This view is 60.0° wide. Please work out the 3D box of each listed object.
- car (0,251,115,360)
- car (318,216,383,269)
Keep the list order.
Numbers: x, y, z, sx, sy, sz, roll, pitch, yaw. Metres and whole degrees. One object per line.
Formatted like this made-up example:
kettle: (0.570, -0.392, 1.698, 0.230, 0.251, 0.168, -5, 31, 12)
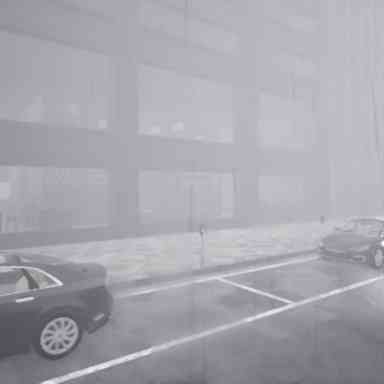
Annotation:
car: (-3.236, 1.552, 4.340, 4.403, 1.369, 2.008, 0, 0, -36)
car: (5.910, 1.500, 10.869, 4.403, 1.369, 2.008, 0, 0, -36)
